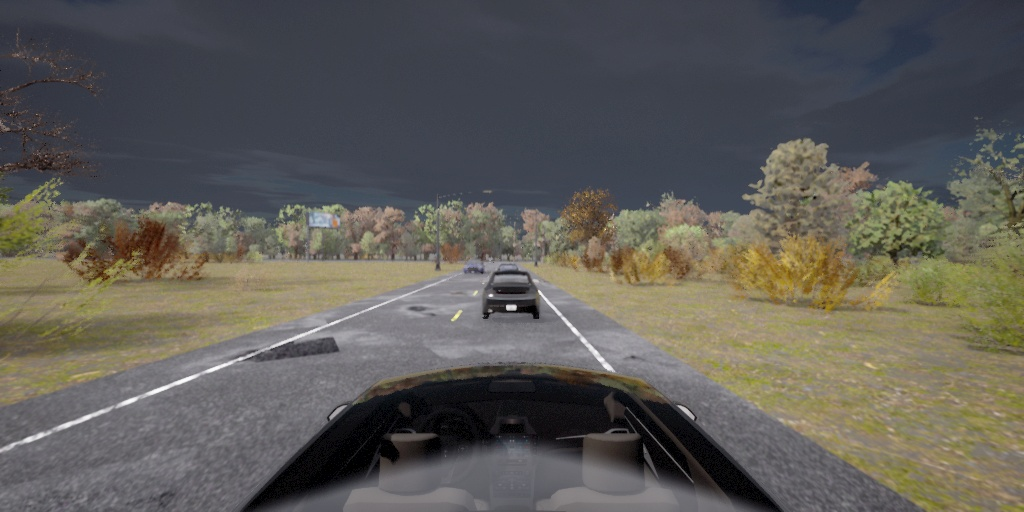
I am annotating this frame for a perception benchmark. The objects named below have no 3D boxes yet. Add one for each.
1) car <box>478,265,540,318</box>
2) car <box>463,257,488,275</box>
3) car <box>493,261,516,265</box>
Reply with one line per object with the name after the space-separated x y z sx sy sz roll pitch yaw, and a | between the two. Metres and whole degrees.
-0.052 1.268 13.057 1.837 1.490 4.892 0 0 -1 | car
-4.200 1.136 40.213 2.097 1.767 4.553 0 0 -1 | car
-0.309 1.323 28.489 2.033 1.411 5.357 0 0 -1 | car
